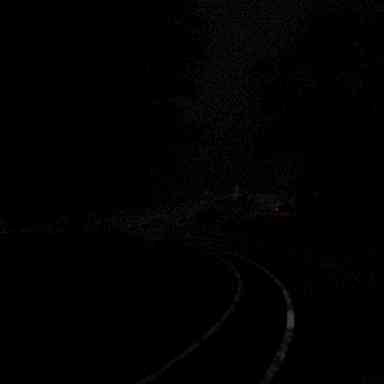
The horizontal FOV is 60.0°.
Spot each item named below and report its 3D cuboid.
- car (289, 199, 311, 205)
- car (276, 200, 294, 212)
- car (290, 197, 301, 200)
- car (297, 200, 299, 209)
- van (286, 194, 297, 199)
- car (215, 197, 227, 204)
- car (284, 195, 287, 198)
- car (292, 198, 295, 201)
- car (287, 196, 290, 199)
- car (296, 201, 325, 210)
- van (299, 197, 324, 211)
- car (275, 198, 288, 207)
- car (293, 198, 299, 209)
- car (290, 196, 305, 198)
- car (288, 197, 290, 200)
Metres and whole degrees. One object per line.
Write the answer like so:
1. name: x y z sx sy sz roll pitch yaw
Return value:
1. car: 25.217 2.344 78.062 4.674 1.452 2.002 0 0 12
2. car: 15.550 2.585 55.783 1.895 1.301 4.718 0 0 11
3. car: 22.988 2.381 67.184 5.008 1.535 2.097 0 0 12
4. car: 20.773 2.492 56.306 4.792 1.488 2.163 0 0 12
5. van: 25.894 2.060 80.754 4.442 1.987 1.878 0 0 12
6. car: 6.755 2.276 81.801 1.837 1.490 4.892 0 0 12
7. car: 26.870 2.278 86.221 4.792 1.488 2.163 0 0 12
8. car: 22.417 2.402 64.468 4.892 1.521 2.231 0 0 12
9. car: 24.656 2.323 75.342 5.008 1.535 2.097 0 0 12
10. car: 21.892 2.451 61.744 4.792 1.488 2.163 0 0 12
11. van: 20.071 2.257 53.617 4.442 1.987 1.878 0 0 12
12. car: 18.089 2.484 68.614 1.895 1.301 4.718 0 0 12
13. car: 21.122 2.438 59.069 5.366 1.575 1.946 0 0 12
14. car: 23.573 2.236 69.896 4.553 1.767 2.185 0 0 12
15. car: 24.099 2.382 72.623 4.674 1.452 2.002 0 0 12
